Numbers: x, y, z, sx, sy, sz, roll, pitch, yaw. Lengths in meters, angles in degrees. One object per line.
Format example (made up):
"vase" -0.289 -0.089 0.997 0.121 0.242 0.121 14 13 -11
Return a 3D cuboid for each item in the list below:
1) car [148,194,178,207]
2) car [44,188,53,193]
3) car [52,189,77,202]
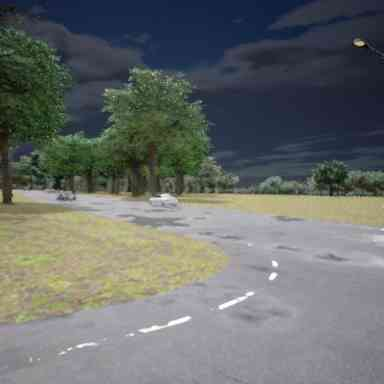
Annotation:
"car" -3.417 0.978 39.164 1.812 1.442 4.674 0 2 -35
"car" -37.326 -0.412 87.036 1.895 1.301 4.718 0 1 -35
"car" -17.919 0.571 47.527 2.128 1.511 4.902 0 2 -35
